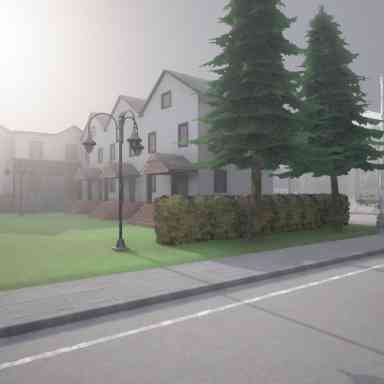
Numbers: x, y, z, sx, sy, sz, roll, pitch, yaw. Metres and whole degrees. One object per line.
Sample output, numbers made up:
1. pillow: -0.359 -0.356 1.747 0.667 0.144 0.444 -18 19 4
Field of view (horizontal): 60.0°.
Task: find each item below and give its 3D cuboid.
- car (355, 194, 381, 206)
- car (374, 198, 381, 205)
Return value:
1. car: 26.486 1.097 48.752 1.932 1.855 4.605 0 0 -36
2. car: 14.381 1.302 20.451 2.128 1.511 4.902 0 0 -27
